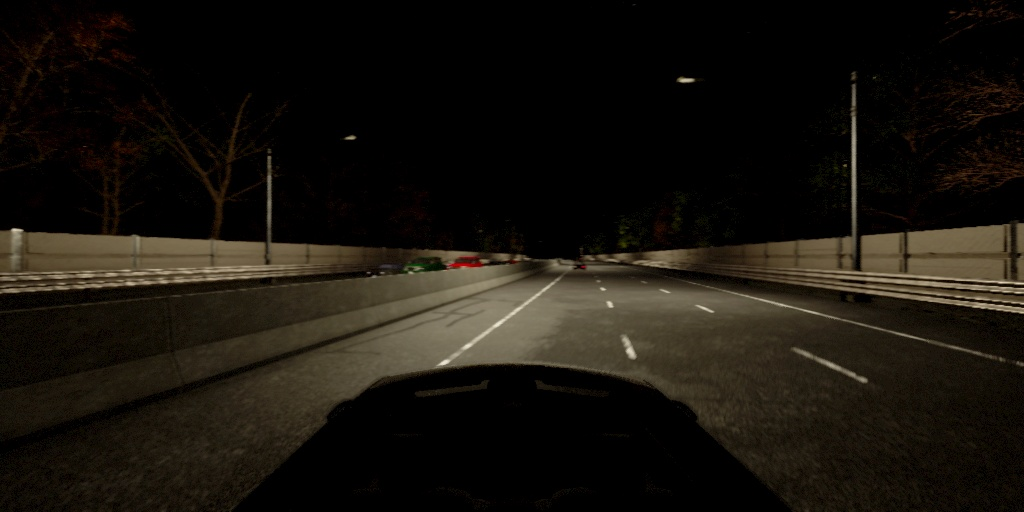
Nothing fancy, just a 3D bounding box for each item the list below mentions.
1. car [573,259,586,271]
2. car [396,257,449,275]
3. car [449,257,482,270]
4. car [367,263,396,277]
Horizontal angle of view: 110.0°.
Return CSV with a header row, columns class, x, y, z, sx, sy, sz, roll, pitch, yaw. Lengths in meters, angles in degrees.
class,x,y,z,sx,sy,sz,roll,pitch,yaw
car,10.110,1.580,53.797,1.895,1.301,4.718,0,0,11
car,-8.223,1.078,33.642,2.150,2.045,5.566,0,0,12
car,-4.457,1.083,34.524,2.150,2.045,5.566,0,0,12
car,-11.639,1.407,34.396,2.033,1.411,5.357,0,0,12
